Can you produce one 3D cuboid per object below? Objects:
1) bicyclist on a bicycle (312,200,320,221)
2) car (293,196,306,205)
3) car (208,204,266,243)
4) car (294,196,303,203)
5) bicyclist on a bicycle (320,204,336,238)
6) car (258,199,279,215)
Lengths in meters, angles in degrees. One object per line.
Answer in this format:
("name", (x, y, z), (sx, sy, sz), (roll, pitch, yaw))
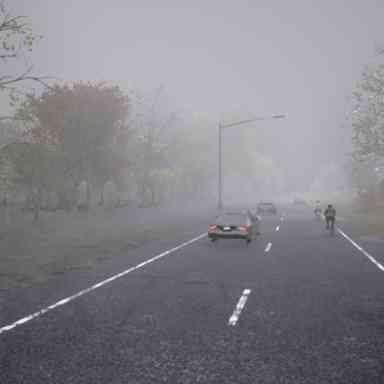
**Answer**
("bicyclist on a bicycle", (9.801, 1.443, 25.887), (0.866, 1.612, 1.509), (0, 0, 17))
("car", (19.461, 1.580, 60.071), (1.994, 1.385, 4.181), (0, 0, 18))
("car", (2.193, 1.550, 16.146), (2.033, 1.411, 5.357), (0, 0, 17))
("car", (22.708, 1.545, 70.885), (1.812, 1.442, 4.674), (0, 0, 17))
("bicyclist on a bicycle", (6.913, 1.457, 16.631), (0.582, 1.620, 1.656), (0, 0, 17))
("car", (7.829, 1.499, 34.347), (2.128, 1.511, 4.902), (0, 0, 17))
